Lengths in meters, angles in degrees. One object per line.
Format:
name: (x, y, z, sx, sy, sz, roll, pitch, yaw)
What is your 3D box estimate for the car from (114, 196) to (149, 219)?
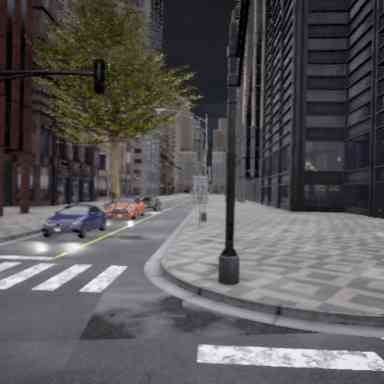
car: (-5.093, 1.137, 26.284, 2.097, 1.767, 4.553, 1, 0, 3)

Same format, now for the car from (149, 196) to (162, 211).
car: (-4.505, 1.263, 36.621, 1.837, 1.490, 4.892, 1, 0, 3)

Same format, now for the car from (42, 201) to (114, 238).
car: (-5.641, 1.345, 16.615, 1.812, 1.442, 4.674, 1, 0, 3)
